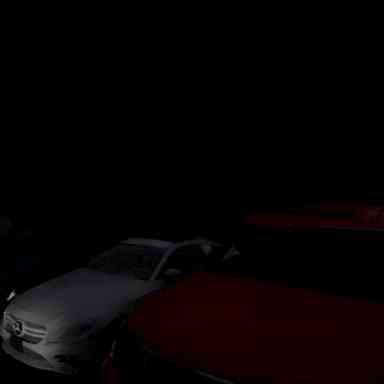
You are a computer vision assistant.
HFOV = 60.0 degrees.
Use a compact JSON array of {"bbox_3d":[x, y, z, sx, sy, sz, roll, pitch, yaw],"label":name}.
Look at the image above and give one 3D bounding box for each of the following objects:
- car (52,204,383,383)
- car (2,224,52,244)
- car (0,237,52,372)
[{"bbox_3d":[1.541,1.223,4.136,2.435,2.045,5.566,0,0,35],"label":"car"},{"bbox_3d":[-2.953,1.475,7.339,2.163,1.488,4.792,0,0,35],"label":"car"},{"bbox_3d":[-0.689,1.501,5.763,2.002,1.452,4.674,0,0,36],"label":"car"}]
